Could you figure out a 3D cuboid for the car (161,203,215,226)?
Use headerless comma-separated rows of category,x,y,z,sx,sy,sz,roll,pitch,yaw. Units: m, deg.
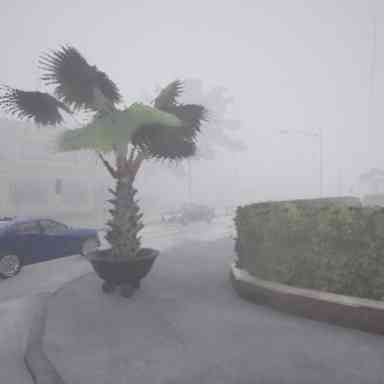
car,-0.225,1.528,23.892,2.128,1.511,4.902,0,0,36

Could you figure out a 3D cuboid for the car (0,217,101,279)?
car,-5.011,1.505,10.418,1.882,1.535,5.008,-2,-1,25
